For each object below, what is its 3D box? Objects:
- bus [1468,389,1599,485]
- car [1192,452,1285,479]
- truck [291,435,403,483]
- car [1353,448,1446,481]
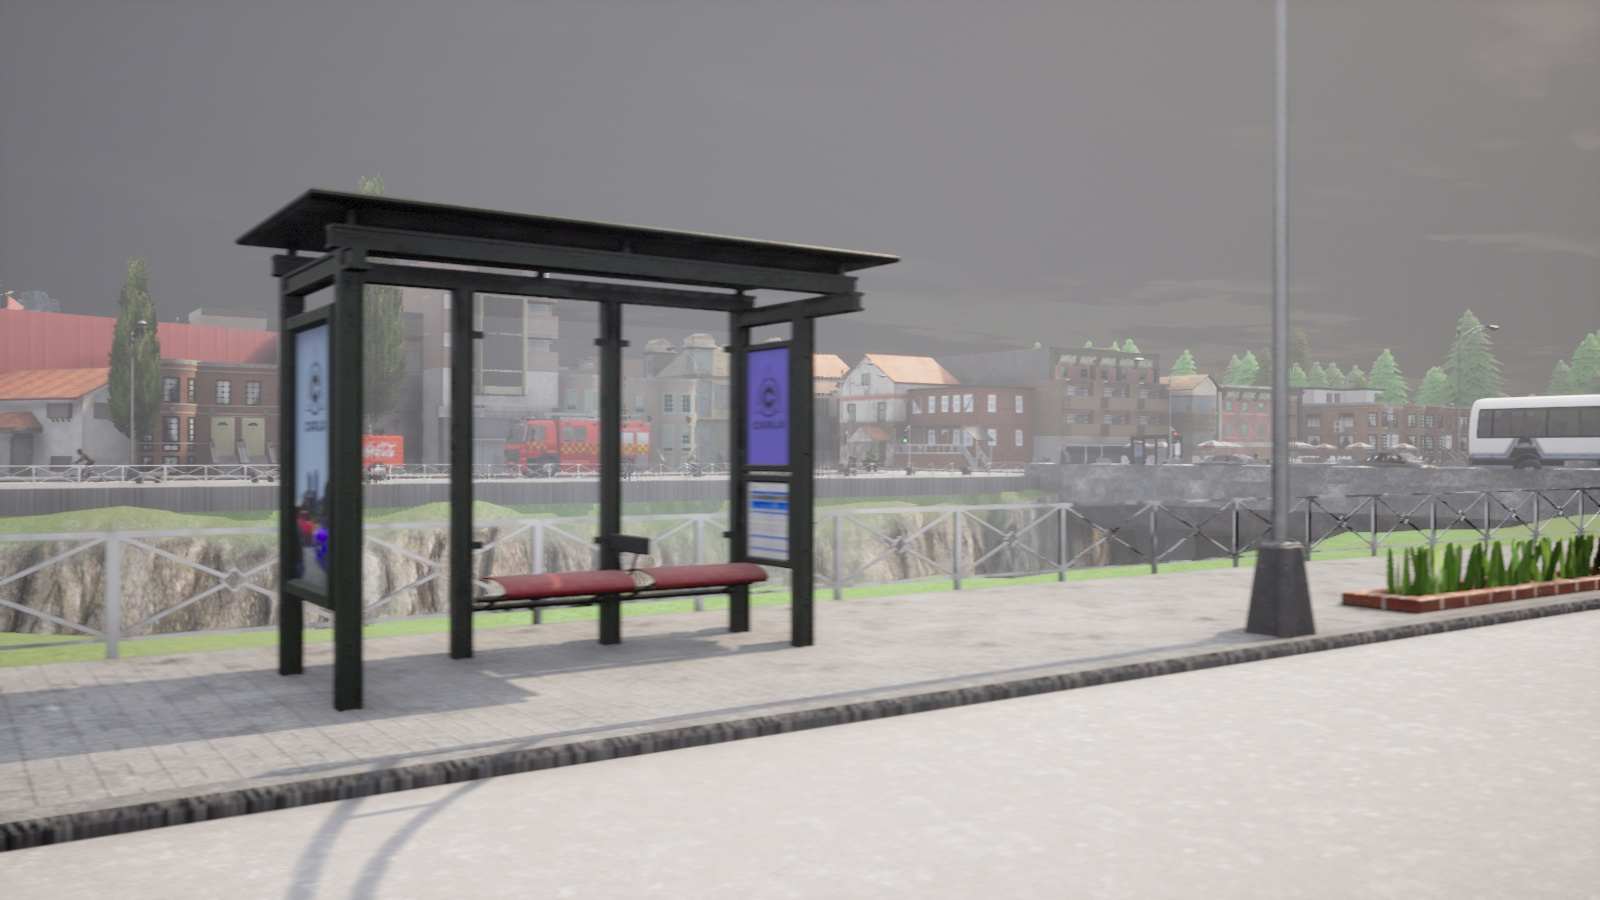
[{"bbox_3d":[36.620,-0.569,57.190,3.944,4.253,10.273,0,0,-33],"label":"bus"},{"bbox_3d":[25.449,0.875,73.030,1.837,1.490,4.892,0,0,-36],"label":"car"},{"bbox_3d":[-24.279,0.486,67.278,5.204,2.467,2.627,1,-1,-31],"label":"truck"},{"bbox_3d":[31.057,0.737,65.122,1.851,1.617,3.988,0,0,-33],"label":"car"}]
